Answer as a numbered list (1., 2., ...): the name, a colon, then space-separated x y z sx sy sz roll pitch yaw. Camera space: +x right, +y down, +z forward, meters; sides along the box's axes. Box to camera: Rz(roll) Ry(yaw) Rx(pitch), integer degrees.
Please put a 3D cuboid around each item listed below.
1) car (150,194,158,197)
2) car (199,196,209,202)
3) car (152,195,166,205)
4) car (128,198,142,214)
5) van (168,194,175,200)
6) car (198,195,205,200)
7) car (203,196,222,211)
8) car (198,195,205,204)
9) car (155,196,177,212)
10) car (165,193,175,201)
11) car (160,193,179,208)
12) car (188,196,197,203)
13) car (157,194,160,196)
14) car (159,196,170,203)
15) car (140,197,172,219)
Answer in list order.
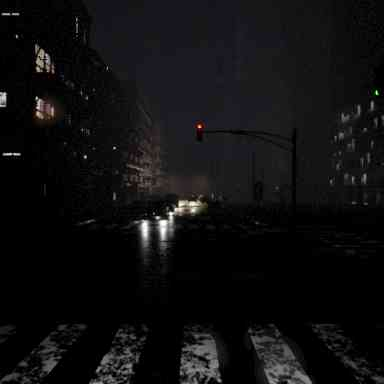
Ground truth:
1. car: -5.684 1.436 40.988 1.967 1.590 4.097 -1 0 0
2. car: 2.680 1.548 74.936 1.887 1.381 4.507 -1 0 0
3. car: -5.677 1.439 57.935 1.967 1.590 4.097 -1 0 0
4. car: -5.685 1.540 35.339 1.887 1.381 4.507 -1 0 0
5. van: -5.663 1.350 91.828 1.690 1.788 3.998 -1 0 0
6. car: 2.687 1.534 92.053 1.752 1.417 4.829 -1 0 0
7. car: 2.664 1.540 41.042 1.887 1.381 4.507 -1 0 0
8. car: 2.675 1.551 63.637 2.008 1.369 4.403 -1 0 0
9. car: -3.078 1.521 39.062 1.812 1.442 4.674 0 0 0
10. car: -5.666 1.322 86.180 2.192 1.841 5.009 -1 0 0
11. car: -3.068 1.218 49.409 2.150 2.045 5.566 0 0 0
12. car: 0.134 1.549 69.761 2.033 1.411 5.357 0 0 0
13. car: -5.681 1.312 52.287 2.192 1.841 5.009 -1 0 0
14. car: -5.670 1.583 69.233 1.802 1.307 4.206 -1 0 0
15. car: -3.086 1.500 29.308 1.837 1.490 4.892 0 0 0
